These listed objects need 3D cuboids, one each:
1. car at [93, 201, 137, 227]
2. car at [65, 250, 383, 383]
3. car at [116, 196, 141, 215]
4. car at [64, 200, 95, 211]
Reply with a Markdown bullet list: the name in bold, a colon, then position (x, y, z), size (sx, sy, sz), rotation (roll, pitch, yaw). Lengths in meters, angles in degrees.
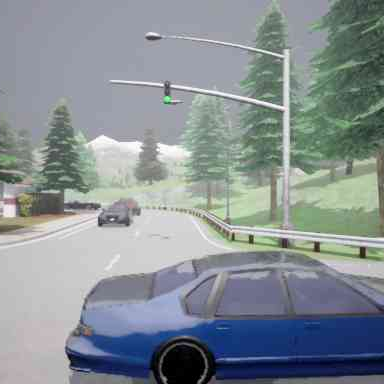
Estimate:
- **car**: position (-5.152, 1.541, 22.782), size (1.994, 1.385, 4.181), rotation (0, 0, -5)
- **car**: position (1.174, 1.574, 4.595), size (5.357, 1.411, 2.033), rotation (0, 0, -4)
- **car**: position (-6.441, 1.320, 32.522), size (2.097, 1.767, 4.553), rotation (0, 0, -22)
- **car**: position (-13.369, 1.565, 39.946), size (4.718, 1.301, 1.895), rotation (0, 0, 11)
